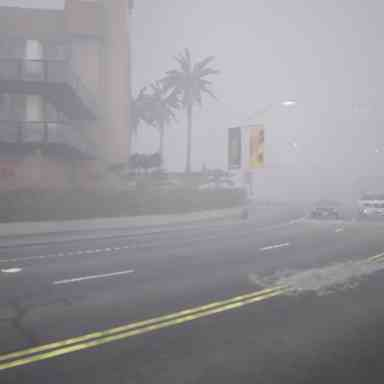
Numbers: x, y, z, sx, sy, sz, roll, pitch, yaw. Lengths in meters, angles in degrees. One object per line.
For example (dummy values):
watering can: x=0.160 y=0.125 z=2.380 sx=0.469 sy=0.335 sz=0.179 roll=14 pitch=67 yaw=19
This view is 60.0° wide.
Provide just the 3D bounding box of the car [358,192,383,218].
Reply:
car: x=14.820 y=1.005 z=26.979 sx=2.150 sy=2.045 sz=5.566 roll=0 pitch=0 yaw=22

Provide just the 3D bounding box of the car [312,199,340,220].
car: x=10.680 y=1.309 z=26.382 sx=1.812 sy=1.442 sz=4.674 roll=0 pitch=0 yaw=25
